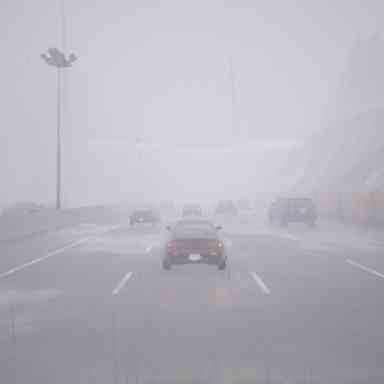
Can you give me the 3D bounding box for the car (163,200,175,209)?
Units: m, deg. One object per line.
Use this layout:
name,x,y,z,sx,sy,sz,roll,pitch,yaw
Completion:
car,-3.510,1.918,49.749,1.895,1.301,4.718,0,0,0

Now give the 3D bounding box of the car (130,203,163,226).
car,-3.450,1.686,24.789,1.812,1.442,4.674,0,0,0

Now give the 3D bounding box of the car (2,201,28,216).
car,-17.661,1.741,34.490,1.837,1.490,4.892,0,-1,0

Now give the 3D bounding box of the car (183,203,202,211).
car,0.026,1.816,34.079,1.895,1.301,4.718,0,0,0

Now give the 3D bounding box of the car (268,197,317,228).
car,7.048,1.367,23.847,2.150,2.045,5.566,0,0,0

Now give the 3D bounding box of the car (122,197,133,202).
car,-14.162,1.678,73.091,1.882,1.535,5.008,0,0,0

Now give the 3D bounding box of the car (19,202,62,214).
car,-14.161,1.815,31.750,1.895,1.301,4.718,0,0,0

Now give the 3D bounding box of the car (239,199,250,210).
car,6.999,1.797,47.190,1.837,1.490,4.892,0,0,0

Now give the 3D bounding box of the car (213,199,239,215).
car,3.522,1.579,36.568,2.097,1.767,4.553,0,0,0

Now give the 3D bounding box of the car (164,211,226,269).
car,0.074,1.597,11.288,1.812,1.442,4.674,0,0,0
